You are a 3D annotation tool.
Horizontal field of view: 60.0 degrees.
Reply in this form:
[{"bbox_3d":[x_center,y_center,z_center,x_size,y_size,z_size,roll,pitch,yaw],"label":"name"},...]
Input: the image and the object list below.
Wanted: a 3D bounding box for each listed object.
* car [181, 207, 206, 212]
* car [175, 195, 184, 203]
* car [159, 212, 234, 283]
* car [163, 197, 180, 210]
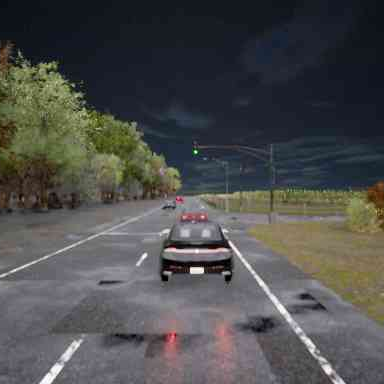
[{"bbox_3d":[0.131,1.781,24.976,1.895,1.301,4.718,0,0,0],"label":"car"},{"bbox_3d":[-3.394,1.830,86.785,2.150,2.045,5.566,0,0,0],"label":"car"},{"bbox_3d":[0.113,1.565,9.896,2.128,1.511,4.902,0,0,0],"label":"car"},{"bbox_3d":[-3.338,1.907,50.555,2.033,1.411,5.357,0,0,0],"label":"car"}]
